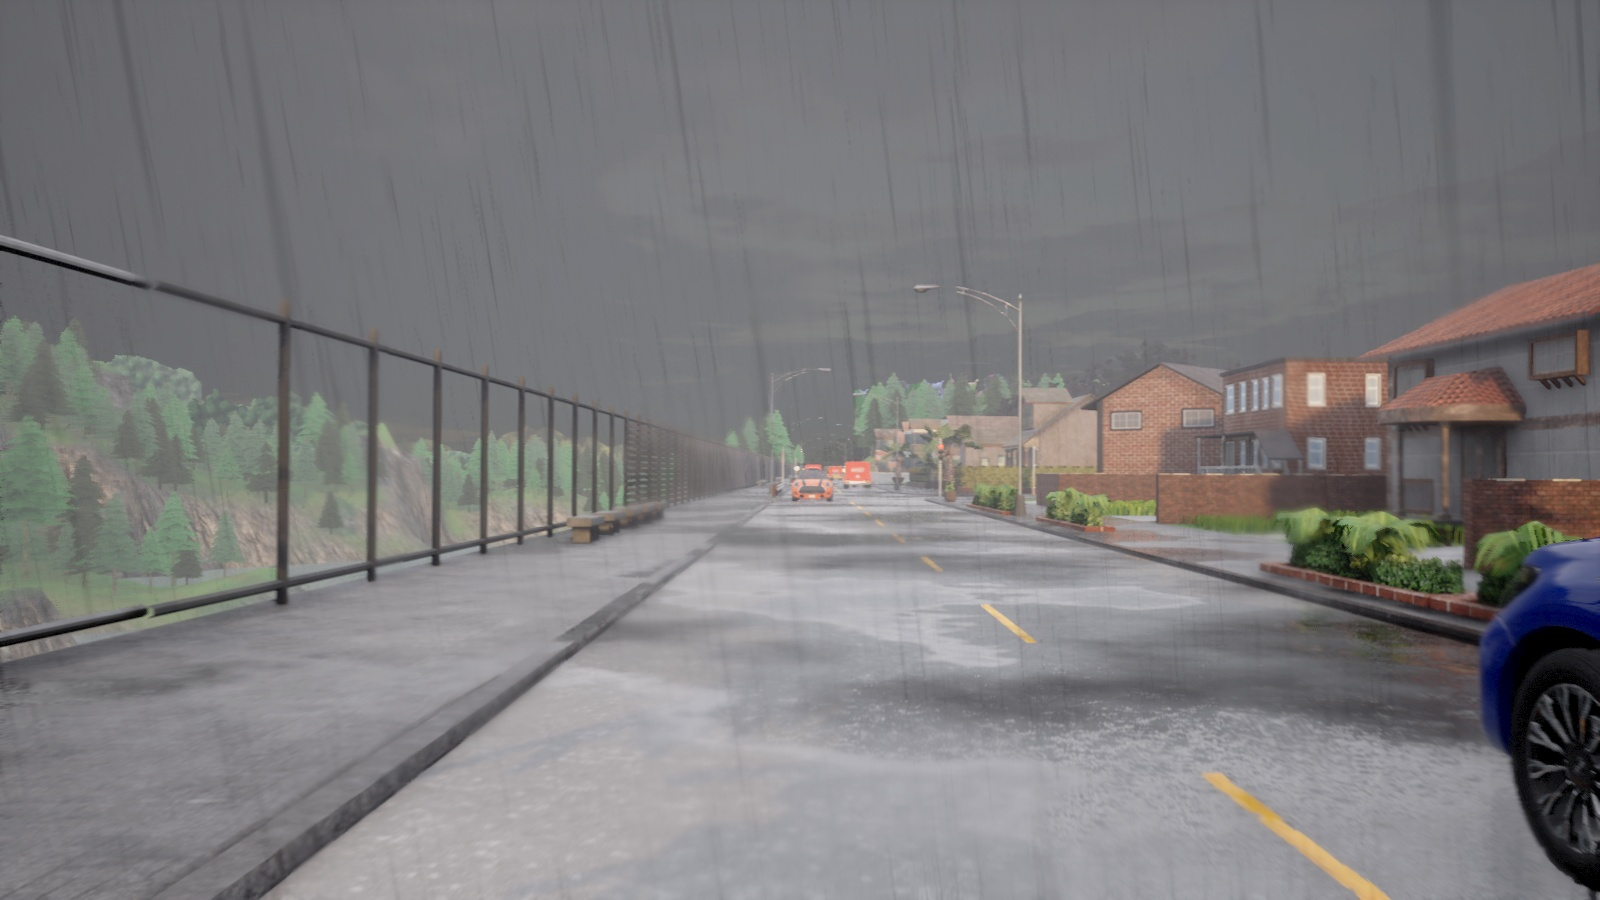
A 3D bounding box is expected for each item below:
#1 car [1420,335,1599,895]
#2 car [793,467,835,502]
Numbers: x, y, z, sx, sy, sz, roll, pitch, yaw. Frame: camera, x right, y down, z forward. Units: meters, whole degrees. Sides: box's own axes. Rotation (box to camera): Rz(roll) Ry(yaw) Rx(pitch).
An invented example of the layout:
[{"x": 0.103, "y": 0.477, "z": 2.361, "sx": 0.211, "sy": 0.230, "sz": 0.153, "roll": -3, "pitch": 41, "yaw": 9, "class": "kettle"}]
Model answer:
[{"x": 3.967, "y": 0.575, "z": 3.131, "sx": 2.150, "sy": 2.045, "sz": 5.566, "roll": 0, "pitch": -1, "yaw": 1, "class": "car"}, {"x": 0.775, "y": 1.790, "z": 65.597, "sx": 2.097, "sy": 1.767, "sz": 4.553, "roll": 0, "pitch": -1, "yaw": 2, "class": "car"}]
